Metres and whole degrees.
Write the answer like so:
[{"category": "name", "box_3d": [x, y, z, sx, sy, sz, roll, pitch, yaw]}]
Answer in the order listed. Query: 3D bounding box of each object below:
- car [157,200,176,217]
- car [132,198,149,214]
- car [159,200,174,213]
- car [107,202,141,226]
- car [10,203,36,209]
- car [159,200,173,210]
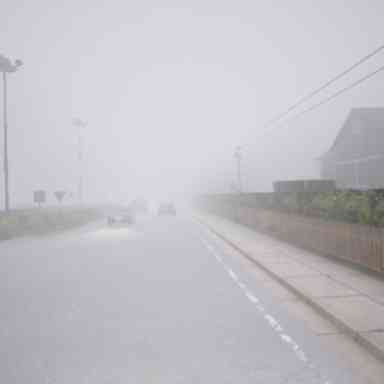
[{"category": "car", "box_3d": [-2.679, 1.855, 35.554, 2.128, 1.511, 4.902, -1, 0, -4]}, {"category": "car", "box_3d": [-6.868, 1.796, 43.488, 2.150, 2.045, 5.566, -1, 0, -5]}, {"category": "car", "box_3d": [-3.545, 1.949, 45.897, 1.882, 1.535, 5.008, -1, 0, -5]}, {"category": "car", "box_3d": [-5.646, 1.844, 26.982, 2.128, 1.511, 4.902, -1, 0, -4]}, {"category": "car", "box_3d": [-24.164, 2.430, 47.752, 1.837, 1.490, 4.892, -2, -1, 11]}, {"category": "car", "box_3d": [-4.169, 2.044, 53.762, 2.128, 1.511, 4.902, -1, 0, -5]}]
